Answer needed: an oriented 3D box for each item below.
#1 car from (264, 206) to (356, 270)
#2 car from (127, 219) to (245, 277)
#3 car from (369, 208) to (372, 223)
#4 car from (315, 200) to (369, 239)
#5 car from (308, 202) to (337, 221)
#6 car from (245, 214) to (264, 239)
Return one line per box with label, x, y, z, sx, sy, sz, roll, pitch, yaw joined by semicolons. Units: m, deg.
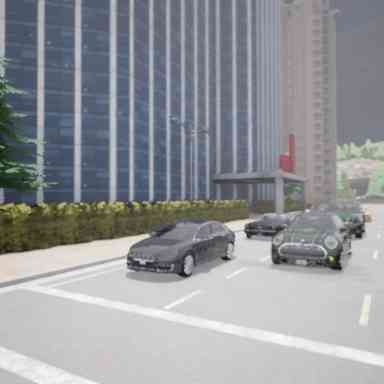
car;4.398;1.548;11.905;2.097;1.767;4.553;-1;-1;30
car;-0.111;1.700;11.119;1.837;1.490;4.892;-1;-1;30
car;16.136;2.033;31.945;1.882;1.535;5.008;-1;0;31
car;9.239;1.561;20.190;2.150;2.045;5.566;-1;-1;30
car;13.577;1.966;34.493;2.097;1.767;4.553;-1;-1;31
car;4.646;1.942;19.259;1.895;1.301;4.718;-1;-1;30
